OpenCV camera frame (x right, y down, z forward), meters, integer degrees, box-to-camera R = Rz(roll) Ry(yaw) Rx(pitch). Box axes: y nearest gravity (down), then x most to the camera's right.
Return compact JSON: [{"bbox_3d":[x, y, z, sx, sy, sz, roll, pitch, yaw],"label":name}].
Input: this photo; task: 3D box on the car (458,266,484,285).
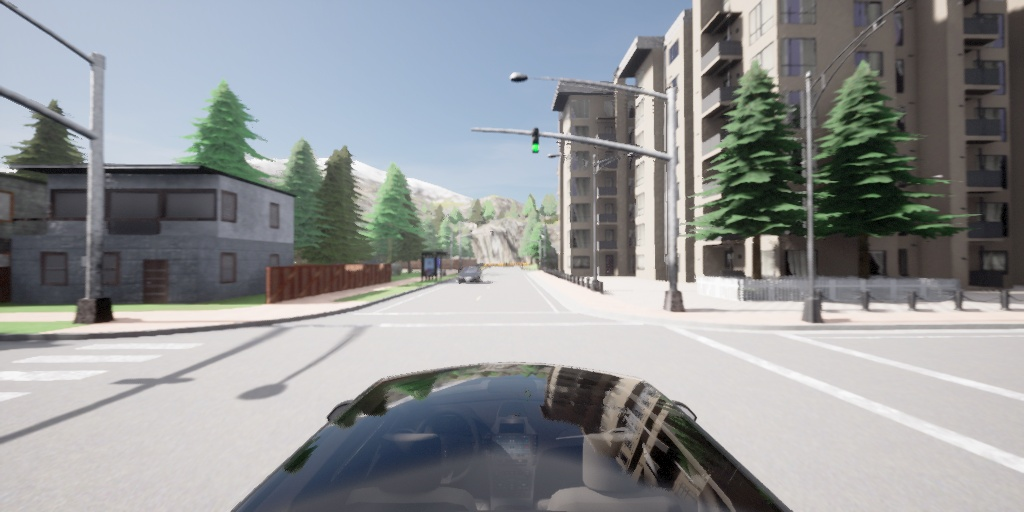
[{"bbox_3d":[-3.507,1.670,31.033,2.128,1.511,4.902,0,0,0],"label":"car"}]
